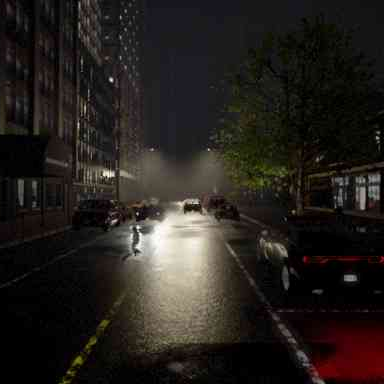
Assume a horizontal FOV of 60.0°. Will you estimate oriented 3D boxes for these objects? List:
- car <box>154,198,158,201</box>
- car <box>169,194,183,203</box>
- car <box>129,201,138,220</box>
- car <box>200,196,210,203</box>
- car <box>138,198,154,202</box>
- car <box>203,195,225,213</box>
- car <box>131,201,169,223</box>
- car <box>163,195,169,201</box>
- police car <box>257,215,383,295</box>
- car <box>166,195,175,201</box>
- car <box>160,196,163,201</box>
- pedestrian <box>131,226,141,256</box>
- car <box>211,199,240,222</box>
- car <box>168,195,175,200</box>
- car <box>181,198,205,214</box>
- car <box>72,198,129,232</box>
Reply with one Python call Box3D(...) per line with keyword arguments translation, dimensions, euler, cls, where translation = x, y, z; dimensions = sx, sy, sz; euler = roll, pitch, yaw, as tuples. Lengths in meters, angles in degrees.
Box3D(translation=(-5.671, 1.557, 42.665), dimensions=(1.947, 1.339, 4.313), euler=(1, 0, 0), cls="car")
Box3D(translation=(-2.987, 1.242, 67.715), dimensions=(2.097, 1.767, 4.553), euler=(0, 0, 0), cls="car")
Box3D(translation=(-5.673, 1.525, 25.855), dimensions=(1.752, 1.417, 4.829), euler=(1, 0, 0), cls="car")
Box3D(translation=(2.716, 1.530, 70.394), dimensions=(1.947, 1.339, 4.313), euler=(1, 0, 0), cls="car")
Box3D(translation=(-5.671, 1.520, 36.947), dimensions=(1.752, 1.417, 4.829), euler=(1, 0, 0), cls="car")
Box3D(translation=(2.712, 1.310, 37.118), dimensions=(2.192, 1.841, 5.009), euler=(1, 0, 0), cls="car")
Box3D(translation=(-3.096, 1.600, 25.468), dimensions=(1.895, 1.301, 4.718), euler=(0, 0, 0), cls="car")
Box3D(translation=(-5.664, 1.530, 70.393), dimensions=(1.947, 1.339, 4.313), euler=(1, 0, 0), cls="car")
Box3D(translation=(3.002, 1.427, 8.886), dimensions=(1.930, 1.638, 5.238), euler=(0, 0, 0), cls="police car")
Box3D(translation=(-5.661, 1.506, 87.030), dimensions=(1.947, 1.339, 4.313), euler=(1, 0, 0), cls="car")
Box3D(translation=(-5.669, 1.513, 48.040), dimensions=(1.752, 1.417, 4.829), euler=(1, 0, 0), cls="car")
Box3D(translation=(-1.959, 1.675, 11.557), dimensions=(0.500, 1.100, 0.500), euler=(1, -1, -4), cls="pedestrian")
Box3D(translation=(2.707, 1.525, 26.195), dimensions=(1.752, 1.417, 4.829), euler=(1, 0, 0), cls="car")
Box3D(translation=(-5.660, 1.514, 92.576), dimensions=(1.802, 1.307, 4.206), euler=(1, 0, 0), cls="car")
Box3D(translation=(0.093, 1.596, 35.732), dimensions=(1.895, 1.301, 4.718), euler=(0, 0, 0), cls="car")
Box3D(translation=(-5.671, 1.316, 20.479), dimensions=(2.192, 1.841, 5.009), euler=(1, 0, 0), cls="car")
